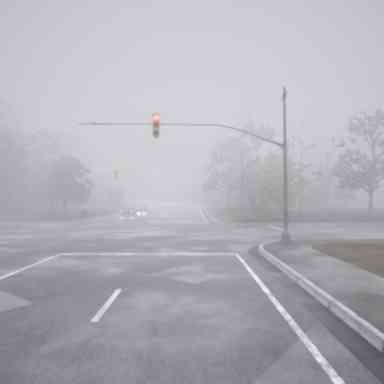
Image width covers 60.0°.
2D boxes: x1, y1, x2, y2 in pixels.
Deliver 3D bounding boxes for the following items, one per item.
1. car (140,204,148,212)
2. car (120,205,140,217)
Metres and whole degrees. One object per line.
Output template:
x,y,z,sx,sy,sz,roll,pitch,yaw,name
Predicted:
-10.395,3.350,70.544,2.128,1.511,4.902,0,0,0,car
-10.479,3.134,55.418,2.097,1.767,4.553,0,-1,1,car
